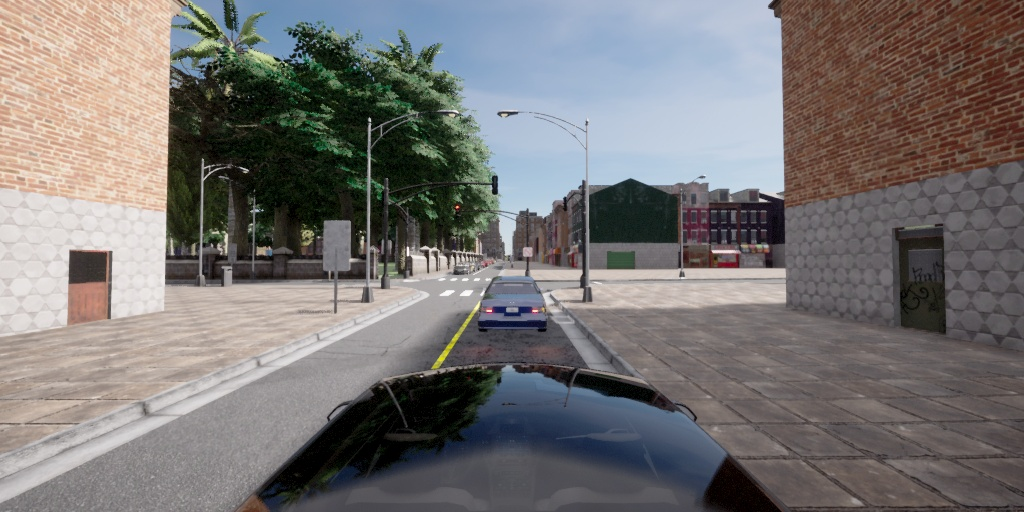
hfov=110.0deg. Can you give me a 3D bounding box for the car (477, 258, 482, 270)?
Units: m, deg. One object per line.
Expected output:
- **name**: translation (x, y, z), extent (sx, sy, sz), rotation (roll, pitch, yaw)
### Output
- **car**: translation (-5.522, 1.344, 47.131), extent (2.007, 1.370, 4.403), rotation (0, 0, 0)

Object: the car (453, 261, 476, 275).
- **car**: translation (-5.497, 1.333, 39.996), extent (2.007, 1.370, 4.403), rotation (0, 0, 0)

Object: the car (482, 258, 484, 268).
- **car**: translation (-5.561, 1.371, 52.581), extent (1.948, 1.339, 4.313), rotation (0, 0, 0)

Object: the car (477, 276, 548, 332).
- **car**: translation (0.028, 1.301, 10.850), extent (2.033, 1.411, 5.357), rotation (0, 0, 0)

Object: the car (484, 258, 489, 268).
- **car**: translation (-5.640, 1.416, 63.481), extent (1.802, 1.307, 4.207), rotation (0, 0, 0)
